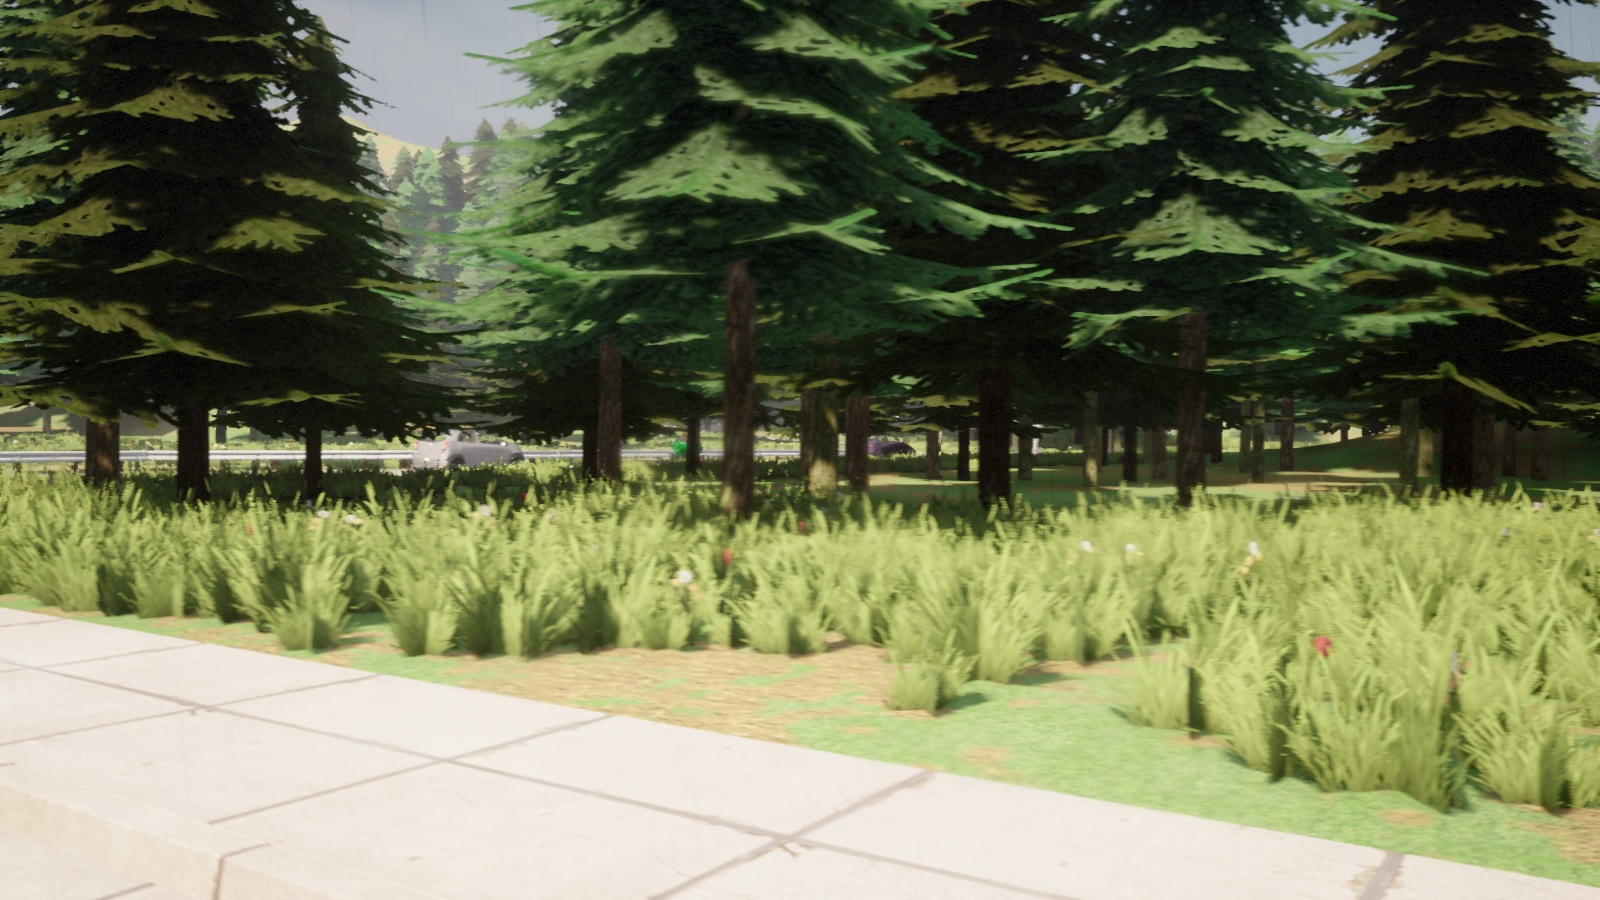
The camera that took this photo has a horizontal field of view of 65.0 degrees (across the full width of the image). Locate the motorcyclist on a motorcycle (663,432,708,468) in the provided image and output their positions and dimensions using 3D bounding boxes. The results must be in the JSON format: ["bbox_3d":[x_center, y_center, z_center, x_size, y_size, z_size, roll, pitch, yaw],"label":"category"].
[{"bbox_3d":[-4.912,-0.007,54.068,0.797,1.523,2.044,0,1,34],"label":"motorcyclist on a motorcycle"}]

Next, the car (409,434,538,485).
[{"bbox_3d":[-10.253,0.270,39.680,1.845,1.501,3.633,0,1,33],"label":"car"}]

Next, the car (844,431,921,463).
[{"bbox_3d":[4.015,-0.148,60.815,1.816,1.474,4.193,0,1,35],"label":"car"}]

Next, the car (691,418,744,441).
[{"bbox_3d":[-6.425,-1.611,98.093,3.633,1.501,1.845,4,2,22],"label":"car"}]
